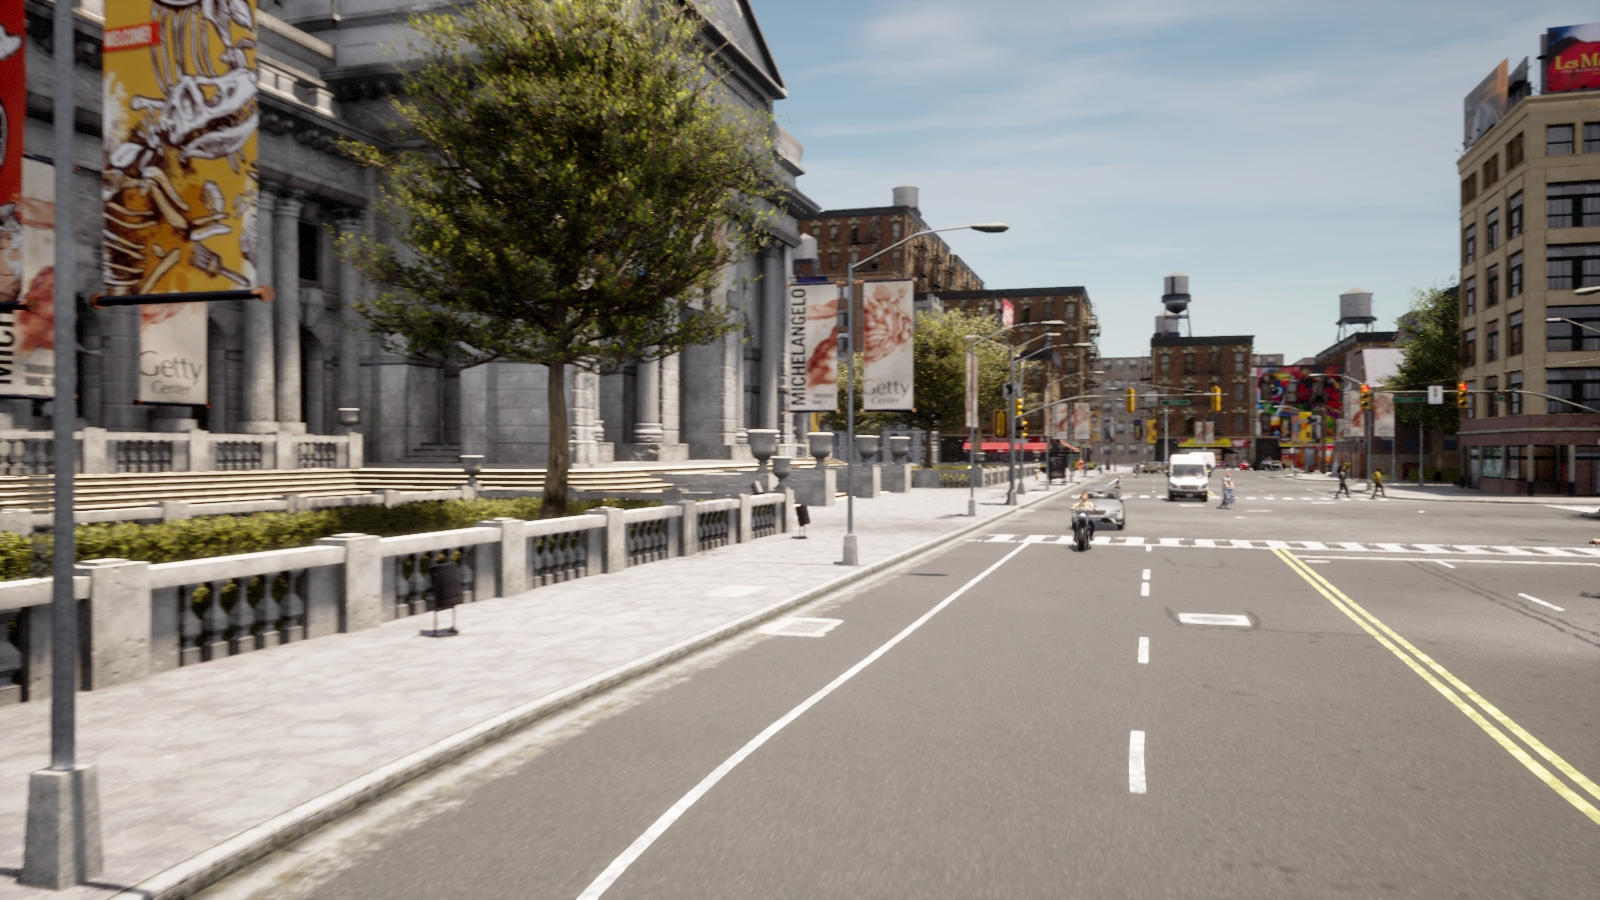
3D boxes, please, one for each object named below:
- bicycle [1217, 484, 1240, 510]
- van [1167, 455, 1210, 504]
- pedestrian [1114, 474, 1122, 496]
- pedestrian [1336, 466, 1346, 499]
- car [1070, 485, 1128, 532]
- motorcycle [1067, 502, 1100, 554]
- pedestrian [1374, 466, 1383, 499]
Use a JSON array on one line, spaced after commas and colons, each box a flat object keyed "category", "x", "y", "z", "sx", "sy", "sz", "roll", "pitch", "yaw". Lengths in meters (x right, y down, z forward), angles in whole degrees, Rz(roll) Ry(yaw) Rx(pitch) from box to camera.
[{"category": "bicycle", "x": 20.295, "y": 2.219, "z": 54.153, "sx": 0.373, "sy": 1.196, "sz": 1.643, "roll": 1, "pitch": 0, "yaw": -4}, {"category": "van", "x": 21.489, "y": 1.548, "z": 63.365, "sx": 1.988, "sy": 2.561, "sz": 5.915, "roll": 0, "pitch": 0, "yaw": 17}, {"category": "pedestrian", "x": 19.360, "y": 2.141, "z": 69.542, "sx": 0.375, "sy": 1.300, "sz": 0.375, "roll": 0, "pitch": 0, "yaw": -42}, {"category": "pedestrian", "x": 30.974, "y": 1.869, "z": 65.391, "sx": 0.375, "sy": 1.860, "sz": 0.375, "roll": 0, "pitch": 0, "yaw": -2}, {"category": "car", "x": 10.858, "y": 2.072, "z": 41.354, "sx": 1.816, "sy": 1.474, "sz": 4.193, "roll": 0, "pitch": 0, "yaw": 17}, {"category": "motorcycle", "x": 8.001, "y": 2.175, "z": 32.183, "sx": 0.764, "sy": 1.277, "sz": 2.356, "roll": 0, "pitch": 0, "yaw": 17}, {"category": "pedestrian", "x": 32.969, "y": 1.870, "z": 65.118, "sx": 0.375, "sy": 1.860, "sz": 0.375, "roll": 0, "pitch": 0, "yaw": 7}]
